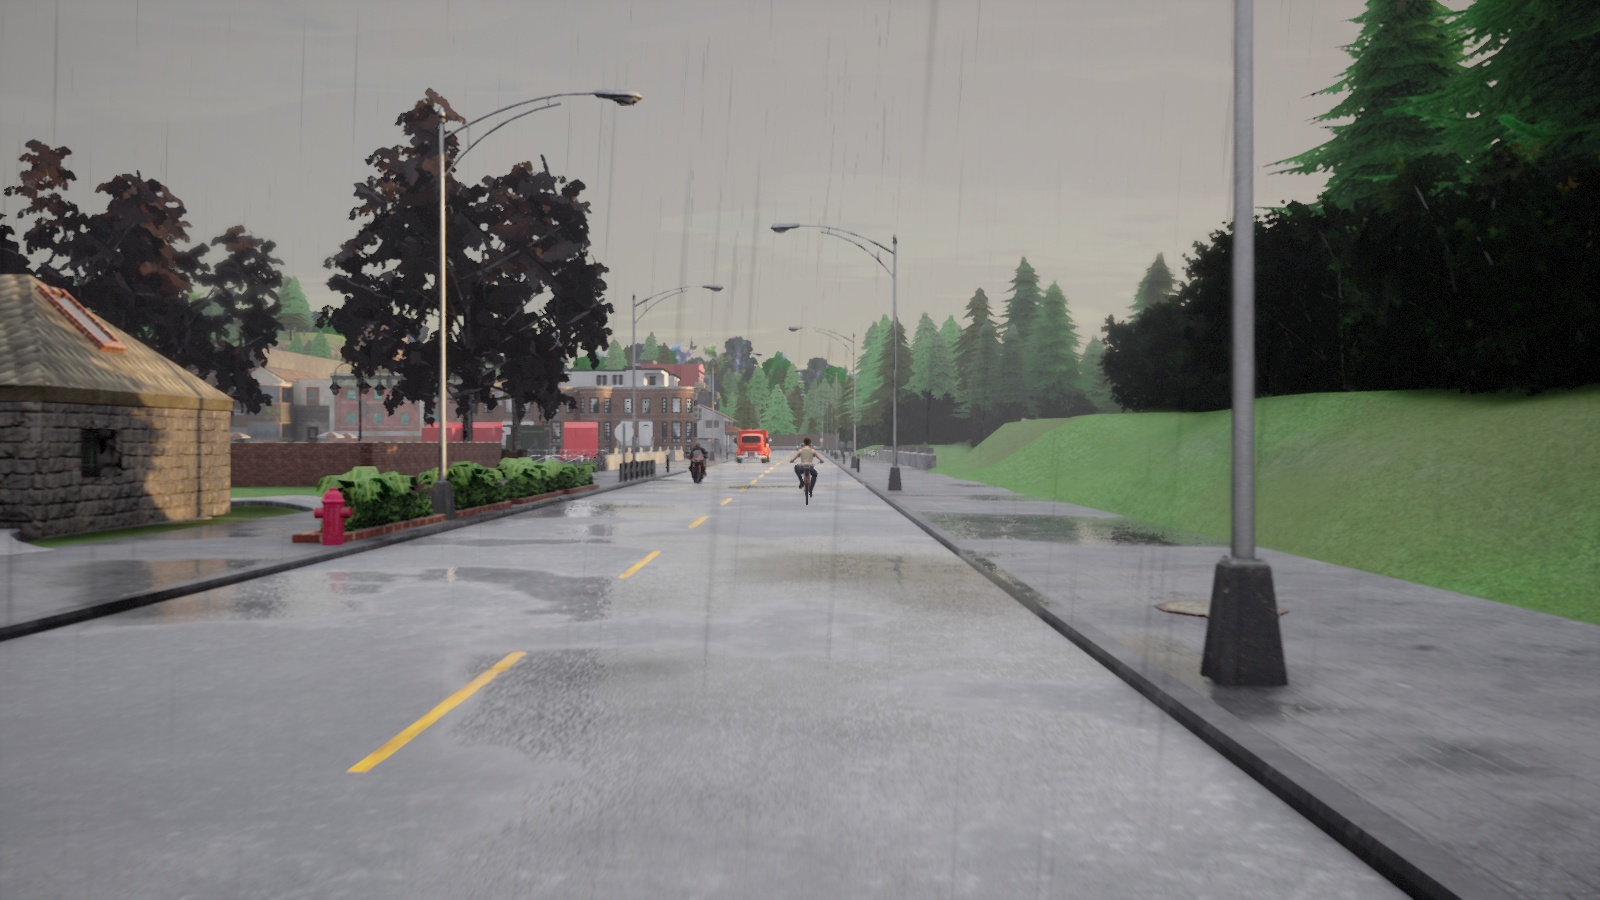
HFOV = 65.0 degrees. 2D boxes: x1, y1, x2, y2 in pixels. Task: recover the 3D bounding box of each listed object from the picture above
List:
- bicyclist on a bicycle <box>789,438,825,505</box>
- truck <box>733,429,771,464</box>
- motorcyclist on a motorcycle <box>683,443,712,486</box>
[{"bbox_3d":[0.166,0.510,30.683,0.866,1.612,1.509,0,0,0],"label":"bicyclist on a bicycle"},{"bbox_3d":[-3.535,-0.268,93.099,2.627,2.467,5.204,0,0,0],"label":"truck"},{"bbox_3d":[-3.760,0.518,46.139,0.866,1.530,2.191,0,0,0],"label":"motorcyclist on a motorcycle"}]
